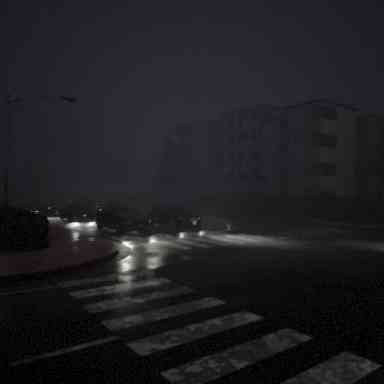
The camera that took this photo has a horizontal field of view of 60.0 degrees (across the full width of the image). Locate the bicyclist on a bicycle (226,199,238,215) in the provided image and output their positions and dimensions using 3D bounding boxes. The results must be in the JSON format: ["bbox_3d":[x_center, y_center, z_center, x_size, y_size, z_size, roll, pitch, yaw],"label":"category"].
[{"bbox_3d":[3.999,1.539,33.442,1.656,1.620,0.582,0,0,-36],"label":"bicyclist on a bicycle"}]

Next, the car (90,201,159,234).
[{"bbox_3d":[-4.202,1.562,20.001,1.882,1.535,5.008,1,0,-36],"label":"car"}]

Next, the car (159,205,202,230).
[{"bbox_3d":[-1.326,1.614,22.081,2.128,1.511,4.902,1,0,-37],"label":"car"}]

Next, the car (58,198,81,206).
[{"bbox_3d":[-21.963,1.737,59.463,4.181,1.385,1.994,0,0,38],"label":"car"}]

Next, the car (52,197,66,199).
[{"bbox_3d":[-17.774,1.471,44.803,2.097,1.767,4.553,1,0,-37],"label":"car"}]

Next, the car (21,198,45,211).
[{"bbox_3d":[-20.431,1.646,42.533,1.994,1.385,4.181,1,0,-38],"label":"car"}]

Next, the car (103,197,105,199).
[{"bbox_3d":[-13.734,1.664,45.666,1.837,1.490,4.892,1,0,-36],"label":"car"}]

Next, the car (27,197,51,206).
[{"bbox_3d":[-26.899,1.688,58.486,4.181,1.385,1.994,0,0,34],"label":"car"}]

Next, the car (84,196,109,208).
[{"bbox_3d":[-15.215,1.543,52.840,2.097,1.767,4.553,1,0,-41],"label":"car"}]

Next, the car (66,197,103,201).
[{"bbox_3d":[-12.044,1.473,36.970,2.097,1.767,4.553,1,0,-36],"label":"car"}]

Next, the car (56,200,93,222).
[{"bbox_3d":[-9.431,1.648,27.322,1.994,1.385,4.181,1,0,-35],"label":"car"}]

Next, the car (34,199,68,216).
[{"bbox_3d":[-14.578,1.685,34.516,1.895,1.301,4.718,1,0,-36],"label":"car"}]

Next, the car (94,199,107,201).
[{"bbox_3d":[-6.761,1.626,29.605,1.837,1.490,4.892,1,0,-35],"label":"car"}]
